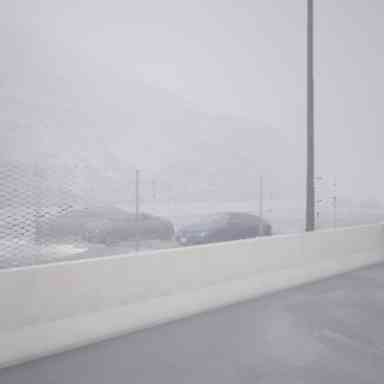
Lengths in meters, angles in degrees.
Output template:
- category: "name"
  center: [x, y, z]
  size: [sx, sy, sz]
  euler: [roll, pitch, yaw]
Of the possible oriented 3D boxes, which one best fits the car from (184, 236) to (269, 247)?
- category: "car"
  center: [1.501, 1.546, 14.047]
  size: [4.674, 1.442, 1.812]
  euler: [0, 0, -39]
